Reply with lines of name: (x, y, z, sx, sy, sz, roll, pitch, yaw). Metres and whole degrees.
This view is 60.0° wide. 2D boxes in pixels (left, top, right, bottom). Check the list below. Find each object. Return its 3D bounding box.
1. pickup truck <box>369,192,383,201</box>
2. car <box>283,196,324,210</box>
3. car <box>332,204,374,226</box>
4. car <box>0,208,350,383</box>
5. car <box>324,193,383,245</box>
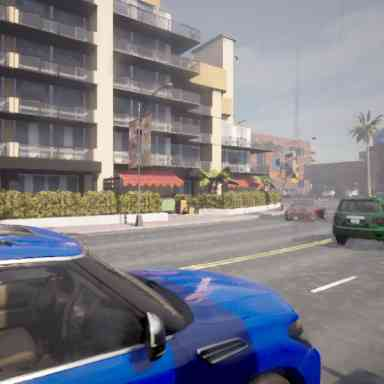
pickup truck: (46.182, 1.062, 81.496, 6.274, 2.098, 2.390, 0, 0, -36)
car: (9.062, 1.338, 26.455, 2.097, 1.767, 4.553, 0, 0, 37)
car: (11.849, 1.591, 24.333, 1.895, 1.301, 4.718, 0, 0, 37)
car: (-1.515, 1.221, 2.200, 5.566, 2.045, 2.150, 0, 0, -36)
car: (8.172, 1.212, 14.725, 2.150, 2.045, 5.566, 0, 0, 45)
